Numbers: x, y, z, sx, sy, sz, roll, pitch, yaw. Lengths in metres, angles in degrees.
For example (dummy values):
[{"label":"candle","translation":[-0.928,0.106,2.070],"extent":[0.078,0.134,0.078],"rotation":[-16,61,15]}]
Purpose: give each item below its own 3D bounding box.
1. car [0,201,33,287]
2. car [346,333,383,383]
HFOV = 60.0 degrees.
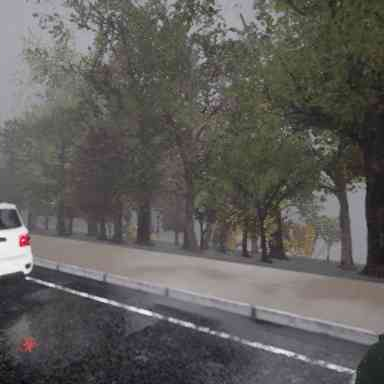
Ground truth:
[{"label":"car","translation":[-6.138,1.203,8.083],"extent":[5.566,2.045,2.150],"rotation":[0,0,35]},{"label":"car","translation":[3.173,1.605,1.417],"extent":[4.718,1.301,1.895],"rotation":[0,0,36]}]
